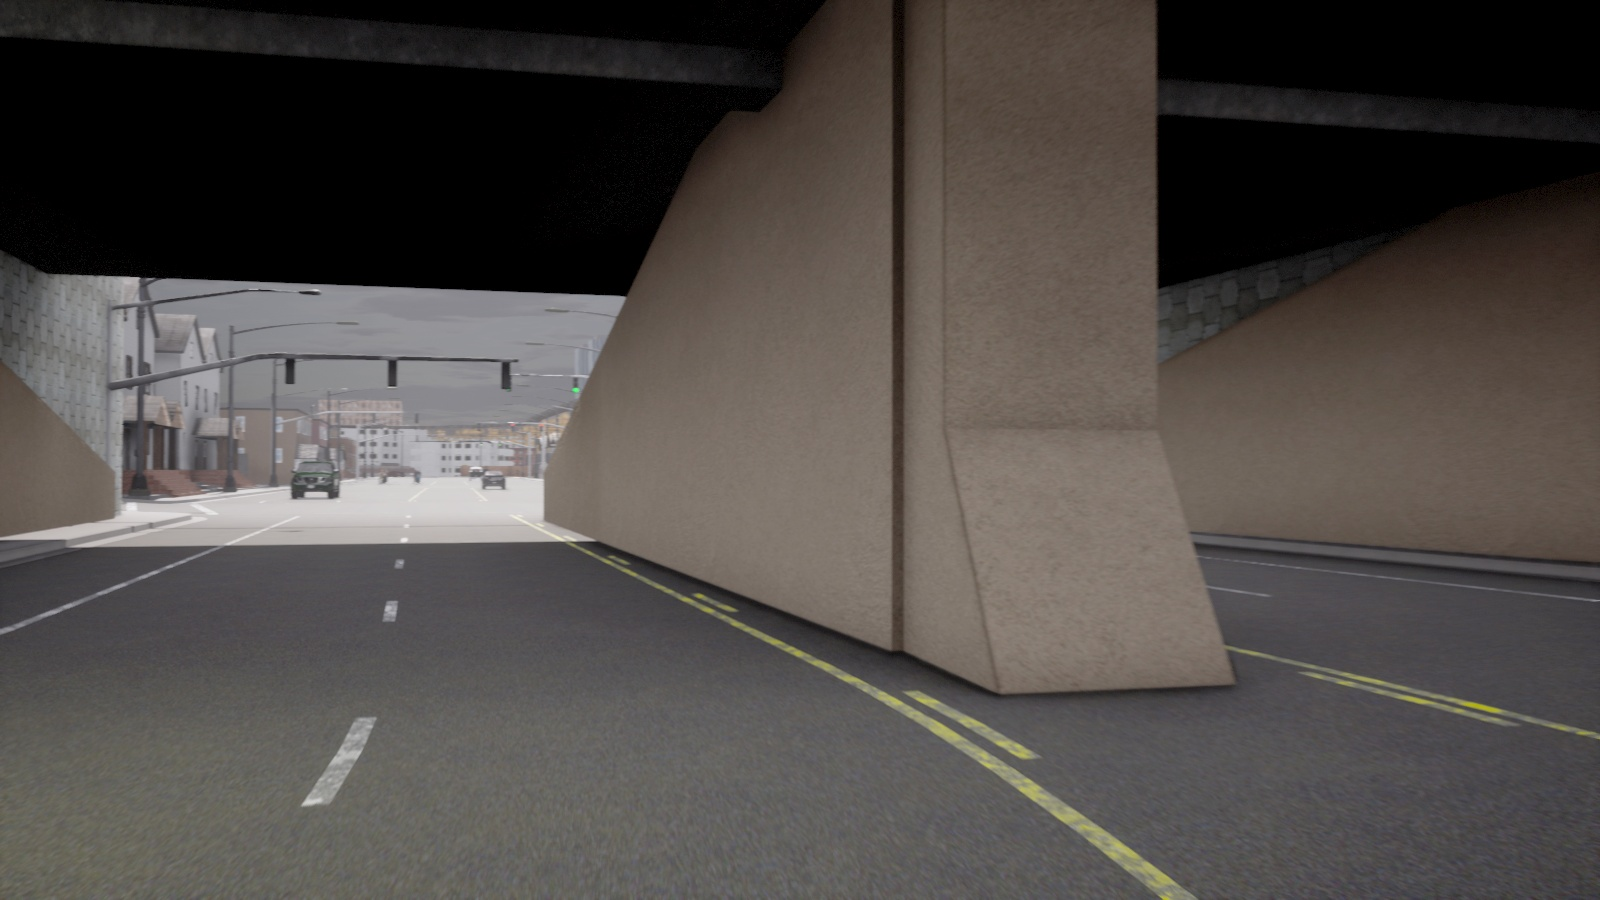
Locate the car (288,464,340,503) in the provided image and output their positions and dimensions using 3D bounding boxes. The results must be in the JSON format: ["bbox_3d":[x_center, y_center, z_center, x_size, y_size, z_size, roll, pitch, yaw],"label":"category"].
[{"bbox_3d":[-26.689,1.836,69.125,2.150,2.045,5.566,0,-1,-16],"label":"car"}]
